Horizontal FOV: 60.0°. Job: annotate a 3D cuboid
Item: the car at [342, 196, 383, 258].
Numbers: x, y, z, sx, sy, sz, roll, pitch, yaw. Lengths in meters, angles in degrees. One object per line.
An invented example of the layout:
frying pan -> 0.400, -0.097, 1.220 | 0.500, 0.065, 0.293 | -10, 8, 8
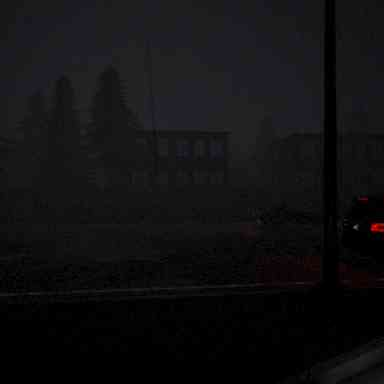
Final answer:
car -> 7.572, 1.137, 10.314 | 5.566, 2.045, 2.150 | 0, 0, -7

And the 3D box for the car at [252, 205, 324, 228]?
car -> 6.269, 1.475, 20.733 | 4.718, 1.301, 1.895 | 0, 0, -7
